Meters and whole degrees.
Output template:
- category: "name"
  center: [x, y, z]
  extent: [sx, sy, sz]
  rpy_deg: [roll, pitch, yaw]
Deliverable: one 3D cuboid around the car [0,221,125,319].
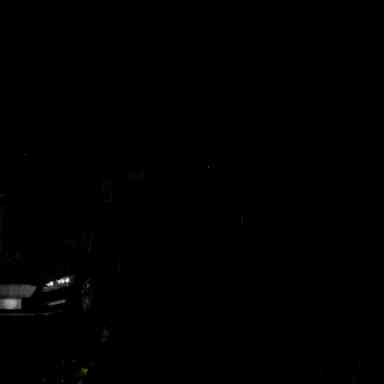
- category: "car"
  center: [-2.832, 1.483, 7.646]
  extent: [2.128, 1.511, 4.902]
  rpy_deg: [0, 0, 0]
